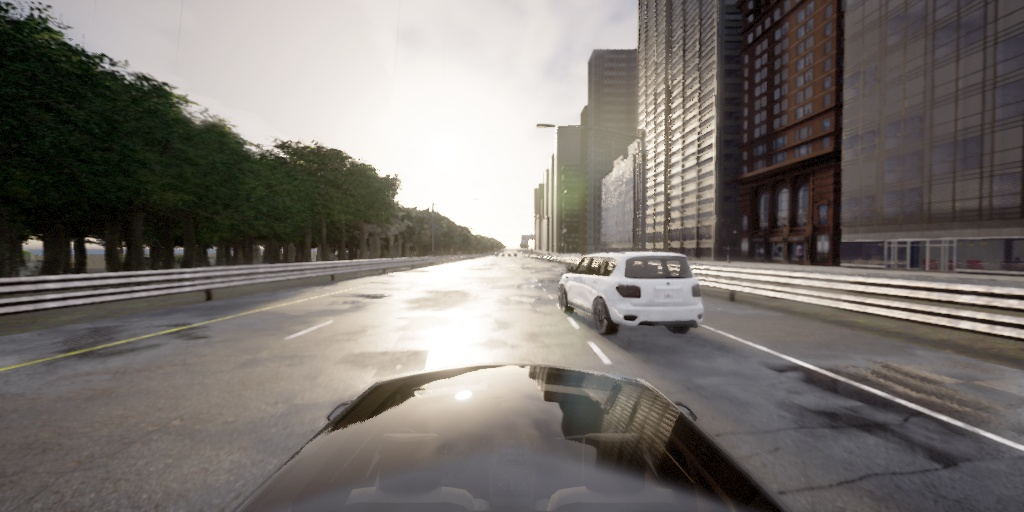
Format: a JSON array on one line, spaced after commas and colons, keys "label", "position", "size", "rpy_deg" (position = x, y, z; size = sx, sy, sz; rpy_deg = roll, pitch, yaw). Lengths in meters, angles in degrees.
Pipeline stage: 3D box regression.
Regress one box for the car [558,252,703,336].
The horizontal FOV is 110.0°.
[{"label": "car", "position": [2.968, 0.890, 10.292], "size": [2.150, 2.045, 5.566], "rpy_deg": [0, 1, -8]}]
